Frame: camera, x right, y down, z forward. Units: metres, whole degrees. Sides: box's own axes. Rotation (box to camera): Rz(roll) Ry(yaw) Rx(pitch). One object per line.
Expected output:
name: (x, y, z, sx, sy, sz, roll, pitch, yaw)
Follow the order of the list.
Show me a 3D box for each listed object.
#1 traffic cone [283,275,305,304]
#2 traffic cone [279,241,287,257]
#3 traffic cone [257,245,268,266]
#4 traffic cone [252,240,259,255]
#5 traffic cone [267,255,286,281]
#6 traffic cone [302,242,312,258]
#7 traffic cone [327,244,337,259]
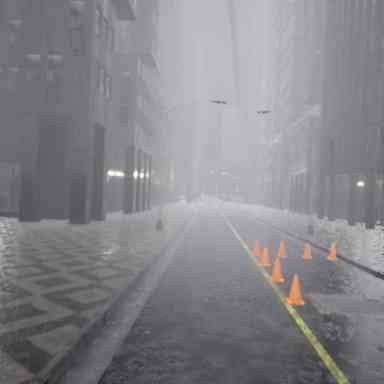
traffic cone: (2.306, 2.147, 7.415, 0.340, 0.580, 0.340, 2, -1, 3)
traffic cone: (3.616, 2.274, 13.353, 0.340, 0.580, 0.340, 2, -1, 3)
traffic cone: (2.514, 2.203, 11.409, 0.340, 0.580, 0.340, 2, -1, 3)
traffic cone: (2.618, 2.231, 13.406, 0.340, 0.580, 0.340, 2, -1, 3)
traffic cone: (2.410, 2.175, 9.412, 0.340, 0.580, 0.340, 2, -1, 3)
traffic cone: (4.614, 2.317, 13.301, 0.340, 0.580, 0.340, 2, -1, 3)
traffic cone: (5.610, 2.358, 13.248, 0.340, 0.580, 0.340, 2, -1, 3)
